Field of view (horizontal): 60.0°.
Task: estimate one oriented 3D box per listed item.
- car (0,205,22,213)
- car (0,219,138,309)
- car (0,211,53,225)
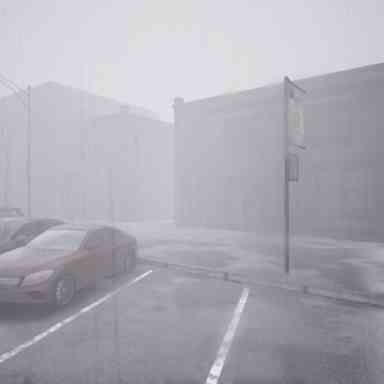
[{"bbox_3d":[-7.756,1.363,11.680,2.185,1.767,4.553,1,-1,16],"label":"car"},{"bbox_3d":[-2.888,1.525,8.154,2.002,1.452,4.674,1,-1,16],"label":"car"},{"bbox_3d":[-5.337,1.515,9.871,2.163,1.488,4.792,1,-1,16],"label":"car"}]
